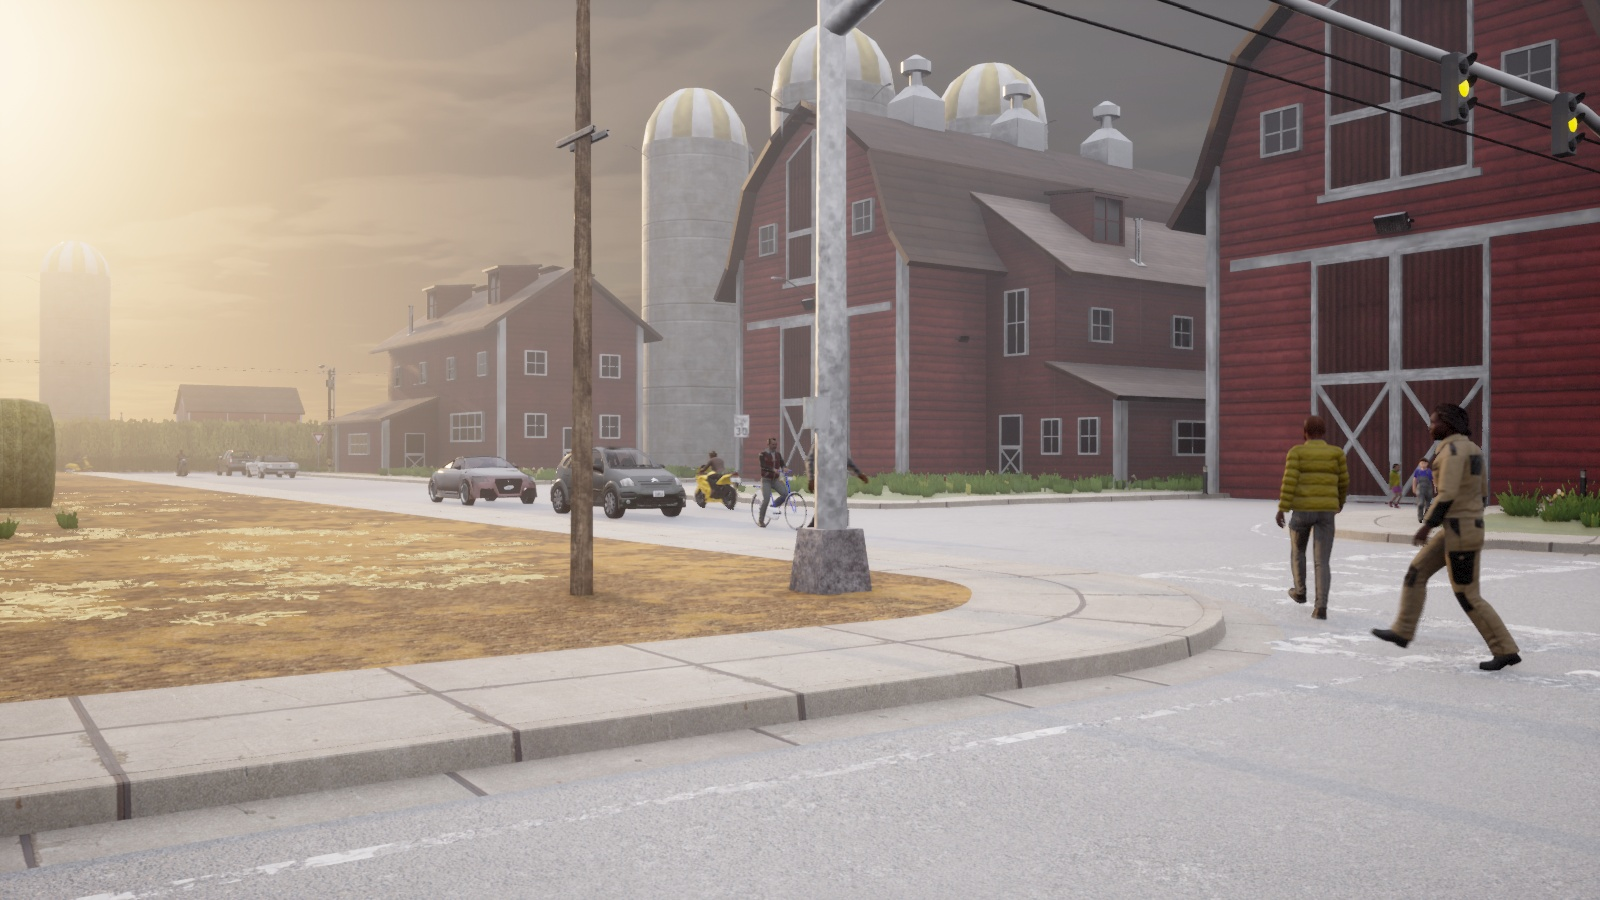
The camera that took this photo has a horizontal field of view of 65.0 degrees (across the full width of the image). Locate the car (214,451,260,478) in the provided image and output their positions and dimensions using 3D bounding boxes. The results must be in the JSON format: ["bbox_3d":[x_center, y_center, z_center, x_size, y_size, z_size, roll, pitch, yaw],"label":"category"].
[{"bbox_3d":[-34.760,0.880,77.491,1.851,1.617,3.988,0,0,-36],"label":"car"}]

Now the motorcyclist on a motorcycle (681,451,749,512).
[{"bbox_3d":[-2.225,0.784,32.525,0.797,1.523,2.044,0,0,-36],"label":"motorcyclist on a motorcycle"}]

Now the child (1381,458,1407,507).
[{"bbox_3d":[14.320,0.785,30.278,0.299,1.160,0.473,0,0,-35],"label":"child"}]

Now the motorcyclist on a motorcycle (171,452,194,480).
[{"bbox_3d":[-36.048,0.924,73.296,0.766,1.649,2.350,0,0,-36],"label":"motorcyclist on a motorcycle"}]

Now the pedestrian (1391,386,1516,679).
[{"bbox_3d":[4.500,0.546,8.653,0.692,1.930,0.396,0,0,40],"label":"pedestrian"}]

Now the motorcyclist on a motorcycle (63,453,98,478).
[{"bbox_3d":[-47.609,1.002,83.105,1.817,1.590,0.866,0,2,-8],"label":"motorcyclist on a motorcycle"}]

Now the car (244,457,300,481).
[{"bbox_3d":[-29.672,1.054,70.457,1.895,1.301,4.718,0,0,-36],"label":"car"}]

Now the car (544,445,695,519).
[{"bbox_3d":[-4.279,0.697,29.392,1.851,1.617,3.988,0,0,-36],"label":"car"}]

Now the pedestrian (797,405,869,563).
[{"bbox_3d":[0.413,0.418,15.804,0.788,1.949,0.423,0,0,32],"label":"pedestrian"}]

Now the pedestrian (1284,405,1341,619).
[{"bbox_3d":[4.560,0.533,11.191,0.370,1.835,0.726,0,0,14],"label":"pedestrian"}]

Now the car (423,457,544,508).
[{"bbox_3d":[-9.152,0.890,36.135,1.994,1.385,4.181,0,0,-36],"label":"car"}]

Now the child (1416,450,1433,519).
[{"bbox_3d":[11.547,0.631,23.222,0.270,1.263,0.437,0,0,29],"label":"child"}]

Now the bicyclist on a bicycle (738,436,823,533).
[{"bbox_3d":[-0.399,0.641,24.027,0.659,1.776,1.843,-1,0,-36],"label":"bicyclist on a bicycle"}]
